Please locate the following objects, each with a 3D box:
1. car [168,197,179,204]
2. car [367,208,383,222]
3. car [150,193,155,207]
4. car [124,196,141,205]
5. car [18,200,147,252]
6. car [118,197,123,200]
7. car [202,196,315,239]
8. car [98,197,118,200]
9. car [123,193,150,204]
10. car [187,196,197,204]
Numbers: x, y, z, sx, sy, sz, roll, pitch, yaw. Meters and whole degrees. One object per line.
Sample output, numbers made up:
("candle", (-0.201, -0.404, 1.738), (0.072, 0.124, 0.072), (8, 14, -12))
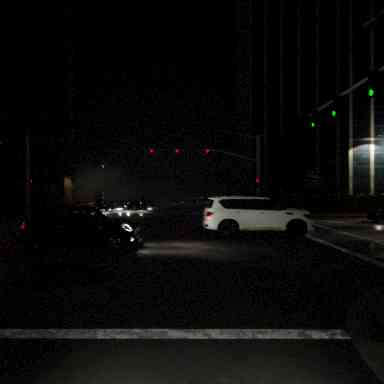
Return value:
("car", (-3.562, 1.601, 65.523), (1.895, 1.301, 4.718), (0, 0, 0))
("car", (15.460, 1.478, 24.329), (5.008, 1.535, 1.882), (0, 0, -1))
("car", (-7.136, 1.221, 52.900), (2.150, 2.045, 5.566), (0, 0, 0))
("car", (-10.608, 1.491, 59.342), (2.128, 1.511, 4.902), (0, 0, 0))
("car", (-4.350, 1.351, 13.410), (4.553, 1.767, 2.097), (0, 0, -1))
("car", (-10.639, 1.491, 49.159), (2.128, 1.511, 4.902), (0, 0, 0))
("car", (3.282, 1.221, 16.993), (5.566, 2.045, 2.150), (0, 0, -1))
("car", (-10.617, 1.526, 39.890), (1.812, 1.442, 4.674), (0, 0, 0))
("car", (-7.139, 1.352, 43.399), (2.097, 1.767, 4.553), (0, 0, 0))
("car", (-0.062, 1.525, 64.957), (1.812, 1.442, 4.674), (0, 0, 0))
